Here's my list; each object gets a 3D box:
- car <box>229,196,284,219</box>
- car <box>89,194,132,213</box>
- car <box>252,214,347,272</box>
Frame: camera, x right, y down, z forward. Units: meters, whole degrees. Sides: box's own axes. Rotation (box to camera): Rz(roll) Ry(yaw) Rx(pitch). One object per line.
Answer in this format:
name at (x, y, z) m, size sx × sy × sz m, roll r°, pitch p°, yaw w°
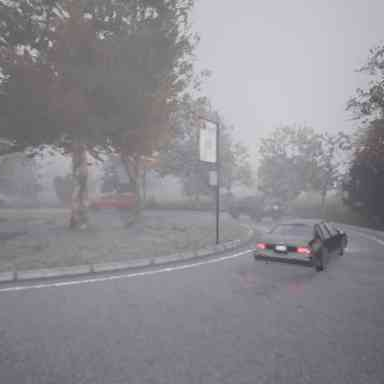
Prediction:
car at (5.344, 1.357, 28.162) m, size 2.150 × 2.045 × 5.566 m, roll 1°, pitch 0°, yaw -26°
car at (-8.998, 1.267, 37.185) m, size 5.566 × 2.045 × 2.150 m, roll 1°, pitch 0°, yaw 3°
car at (3.842, 1.610, 11.230) m, size 2.033 × 1.411 × 5.357 m, roll 0°, pitch 0°, yaw 34°
